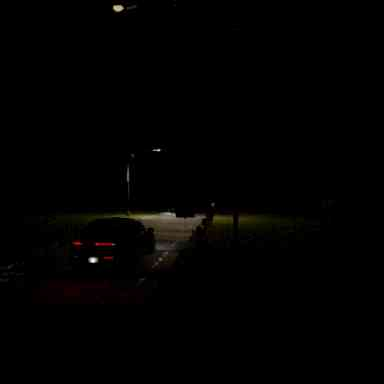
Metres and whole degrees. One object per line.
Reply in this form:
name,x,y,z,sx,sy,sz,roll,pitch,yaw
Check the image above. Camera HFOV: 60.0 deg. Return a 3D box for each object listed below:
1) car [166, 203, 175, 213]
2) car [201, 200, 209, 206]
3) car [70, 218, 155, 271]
car,-2.540,2.355,48.776,1.994,1.385,4.181,1,-1,4
car,3.574,3.102,94.247,2.097,1.767,4.553,1,-1,4
car,-2.528,1.654,11.529,1.837,1.490,4.892,1,-1,4
